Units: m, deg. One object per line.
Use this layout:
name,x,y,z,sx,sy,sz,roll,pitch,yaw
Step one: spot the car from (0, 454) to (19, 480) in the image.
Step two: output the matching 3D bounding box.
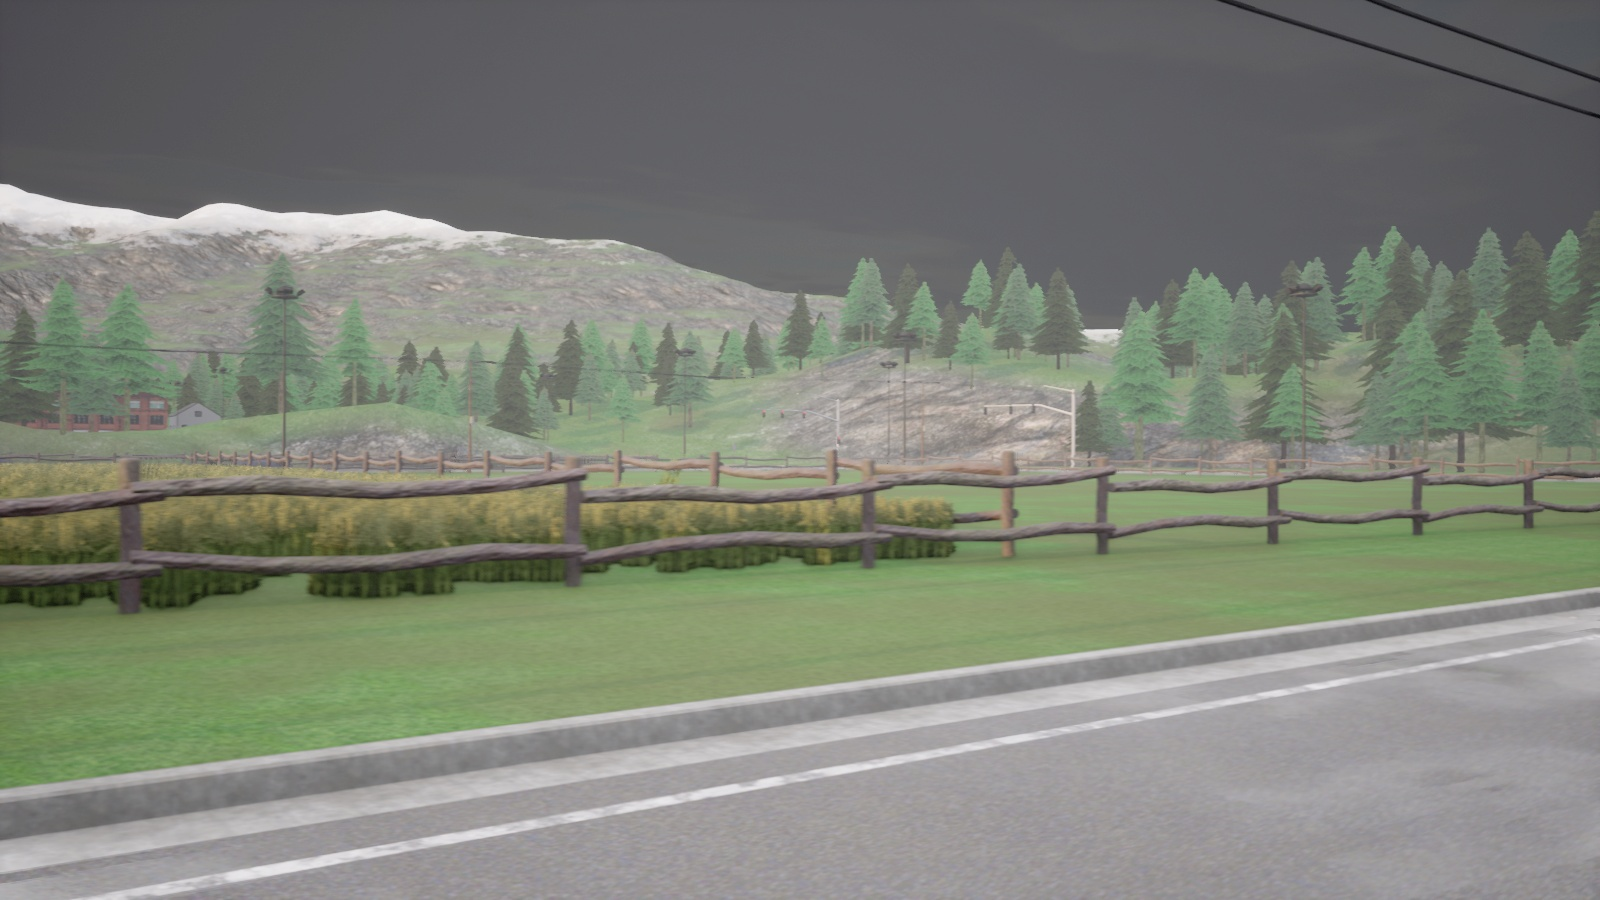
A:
car,-48.717,1.013,74.703,3.705,1.549,1.789,0,0,-35

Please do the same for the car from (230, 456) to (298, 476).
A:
car,-38.596,1.140,90.374,4.181,1.385,1.994,0,0,-35
